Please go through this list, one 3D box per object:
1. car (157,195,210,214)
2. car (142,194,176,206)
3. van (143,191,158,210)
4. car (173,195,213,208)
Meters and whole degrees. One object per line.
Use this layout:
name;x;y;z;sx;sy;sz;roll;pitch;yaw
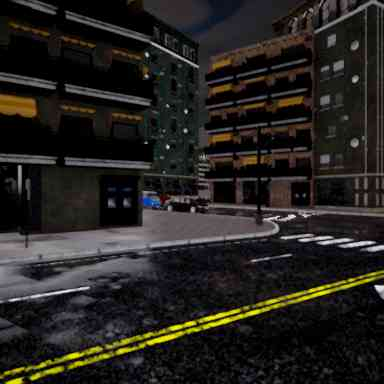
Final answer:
car;-0.504;1.149;29.353;4.403;1.369;2.008;1;0;37
car;-4.302;0.976;42.663;4.206;1.307;1.802;1;0;37
van;-4.921;0.827;32.665;3.998;1.788;1.690;1;0;37
car;0.121;1.057;39.352;4.403;1.369;2.008;1;0;37
